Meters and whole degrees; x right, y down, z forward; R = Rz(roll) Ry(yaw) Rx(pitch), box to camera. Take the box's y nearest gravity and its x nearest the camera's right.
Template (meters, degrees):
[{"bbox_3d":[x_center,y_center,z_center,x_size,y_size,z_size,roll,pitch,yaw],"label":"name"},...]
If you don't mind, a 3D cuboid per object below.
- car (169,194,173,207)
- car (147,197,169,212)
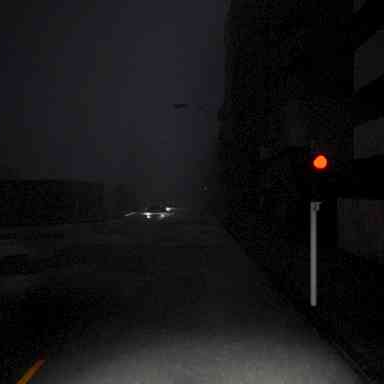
[{"bbox_3d":[-4.129,1.505,49.582,1.837,1.490,4.892,0,0,1],"label":"car"},{"bbox_3d":[-4.148,1.478,39.554,1.882,1.535,5.008,0,0,0],"label":"car"}]
